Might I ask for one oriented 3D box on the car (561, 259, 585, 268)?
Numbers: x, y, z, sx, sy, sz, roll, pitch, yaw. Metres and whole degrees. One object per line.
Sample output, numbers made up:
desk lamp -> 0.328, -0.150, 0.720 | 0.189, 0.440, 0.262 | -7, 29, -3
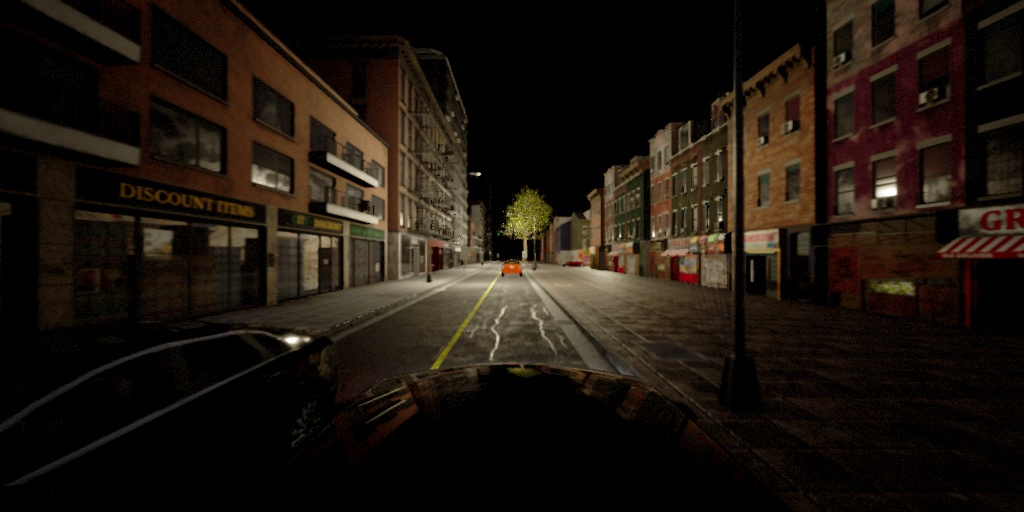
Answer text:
car -> 10.905, 1.278, 64.147 | 4.097, 1.591, 1.967 | 0, 0, 0

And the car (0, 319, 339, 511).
car -> -2.836, 1.242, 2.022 | 2.128, 1.511, 4.902 | 0, 0, 0

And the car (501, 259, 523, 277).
car -> -0.005, 1.105, 36.032 | 2.097, 1.767, 4.553 | 0, 0, 0
